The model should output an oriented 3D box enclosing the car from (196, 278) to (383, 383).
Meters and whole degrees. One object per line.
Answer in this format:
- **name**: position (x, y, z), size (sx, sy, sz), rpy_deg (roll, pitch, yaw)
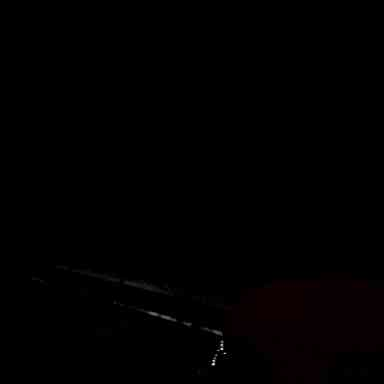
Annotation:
- **car**: position (2.688, 1.230, 1.775), size (5.566, 2.045, 2.150), rpy_deg (0, 0, 35)
